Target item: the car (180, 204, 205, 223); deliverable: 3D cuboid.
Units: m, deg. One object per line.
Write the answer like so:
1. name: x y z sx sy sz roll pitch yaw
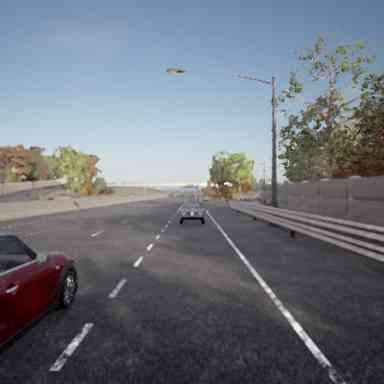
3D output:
1. car: 0.017 1.621 26.209 2.033 1.411 5.357 0 0 0

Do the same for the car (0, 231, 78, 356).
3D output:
1. car: -3.396 1.364 5.007 2.097 1.767 4.553 0 0 0
